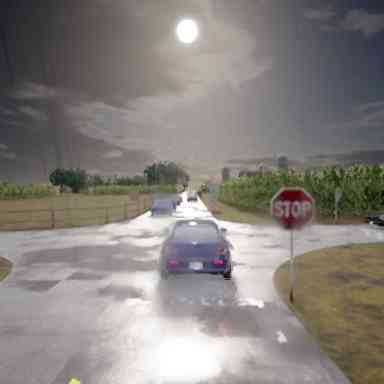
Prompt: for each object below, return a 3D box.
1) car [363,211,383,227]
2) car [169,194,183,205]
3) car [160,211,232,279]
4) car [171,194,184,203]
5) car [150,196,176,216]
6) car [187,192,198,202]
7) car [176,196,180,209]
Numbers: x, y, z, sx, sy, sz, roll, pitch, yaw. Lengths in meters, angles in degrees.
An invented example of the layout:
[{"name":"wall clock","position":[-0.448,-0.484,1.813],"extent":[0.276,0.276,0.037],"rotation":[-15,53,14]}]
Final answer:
[{"name":"car","position":[12.636,1.279,18.632],"extent":[5.357,1.411,2.033],"rotation":[-1,0,-2]},{"name":"car","position":[-2.820,1.133,50.807],"extent":[2.097,1.767,4.553],"rotation":[0,0,0]},{"name":"car","position":[0.099,1.532,9.983],"extent":[1.812,1.442,4.674],"rotation":[0,0,0]},{"name":"car","position":[-2.751,1.154,63.051],"extent":[2.128,1.511,4.902],"rotation":[0,1,0]},{"name":"car","position":[-2.796,1.394,31.265],"extent":[1.882,1.535,5.008],"rotation":[0,0,-2]},{"name":"car","position":[0.114,1.259,63.639],"extent":[1.895,1.301,4.718],"rotation":[0,1,0]},{"name":"car","position":[-2.838,1.458,40.578],"extent":[1.895,1.301,4.718],"rotation":[0,0,0]}]
